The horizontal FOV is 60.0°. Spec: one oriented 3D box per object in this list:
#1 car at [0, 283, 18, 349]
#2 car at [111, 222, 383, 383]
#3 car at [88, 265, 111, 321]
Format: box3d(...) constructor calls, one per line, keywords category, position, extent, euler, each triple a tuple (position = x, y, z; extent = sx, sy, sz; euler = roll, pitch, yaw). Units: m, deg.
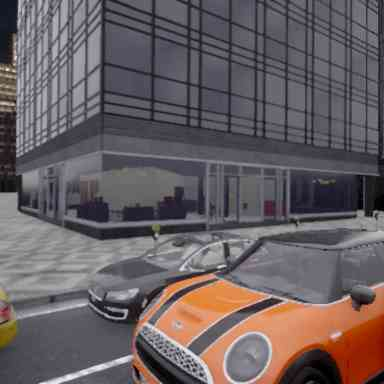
box3d(category="car", position=(-4.583, 1.524, 3.485), extent=(4.829, 1.417, 1.752), euler=(0, 1, -35))
box3d(category="car", position=(1.526, 1.355, 4.445), extent=(4.553, 1.767, 2.097), euler=(0, 0, -35))
box3d(category="car", position=(0.134, 1.554, 6.851), extent=(4.403, 1.369, 2.008), euler=(0, 1, -35))
